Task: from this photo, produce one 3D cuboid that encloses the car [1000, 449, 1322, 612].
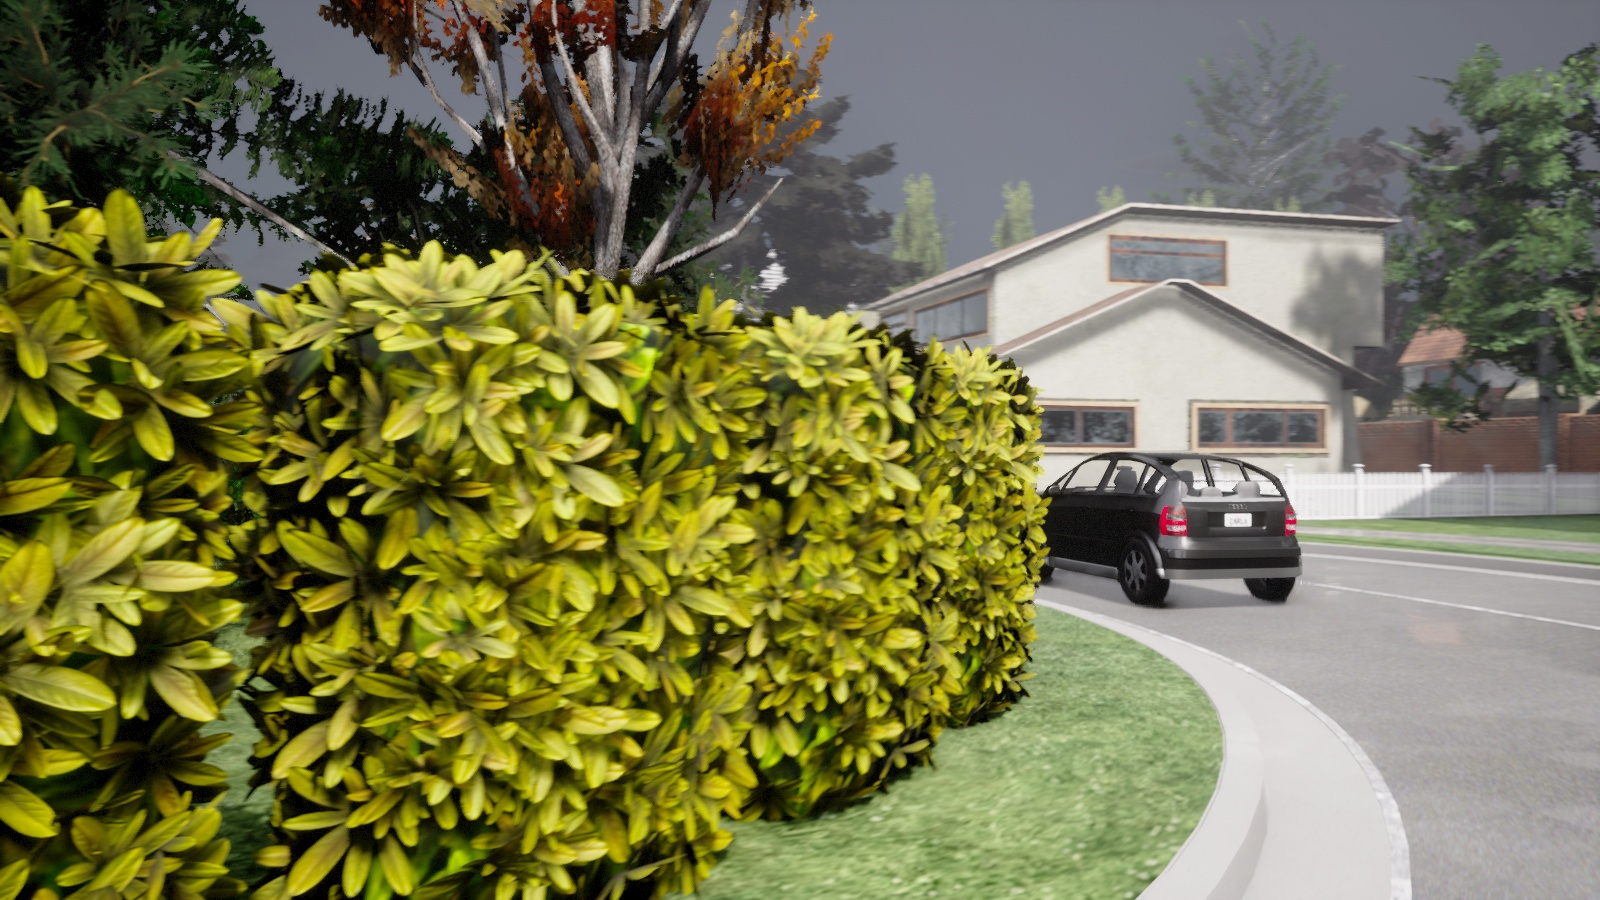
[{"bbox_3d":[3.804,0.777,13.939,1.789,1.549,3.705,0,0,-15],"label":"car"}]
